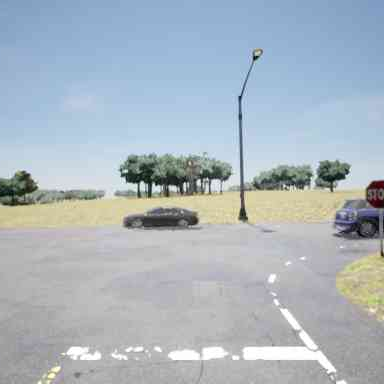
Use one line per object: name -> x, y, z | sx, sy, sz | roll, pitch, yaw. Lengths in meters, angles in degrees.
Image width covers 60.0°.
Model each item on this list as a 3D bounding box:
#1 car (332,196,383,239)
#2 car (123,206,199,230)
car -> 8.763, 0.979, 14.745 | 4.553, 1.767, 2.097 | -3, -2, -1
car -> -1.968, 1.682, 21.571 | 4.892, 1.490, 1.837 | -1, -1, -1
